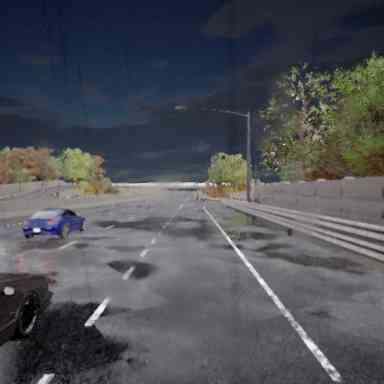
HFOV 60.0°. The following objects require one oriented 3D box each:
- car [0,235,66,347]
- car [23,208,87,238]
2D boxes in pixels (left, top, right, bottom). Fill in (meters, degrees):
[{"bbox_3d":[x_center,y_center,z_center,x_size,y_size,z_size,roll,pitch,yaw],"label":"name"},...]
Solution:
[{"bbox_3d":[-3.400,1.547,3.474,2.033,1.411,5.357,0,0,0],"label":"car"},{"bbox_3d":[-6.903,1.531,17.097,1.812,1.442,4.674,0,0,0],"label":"car"}]
